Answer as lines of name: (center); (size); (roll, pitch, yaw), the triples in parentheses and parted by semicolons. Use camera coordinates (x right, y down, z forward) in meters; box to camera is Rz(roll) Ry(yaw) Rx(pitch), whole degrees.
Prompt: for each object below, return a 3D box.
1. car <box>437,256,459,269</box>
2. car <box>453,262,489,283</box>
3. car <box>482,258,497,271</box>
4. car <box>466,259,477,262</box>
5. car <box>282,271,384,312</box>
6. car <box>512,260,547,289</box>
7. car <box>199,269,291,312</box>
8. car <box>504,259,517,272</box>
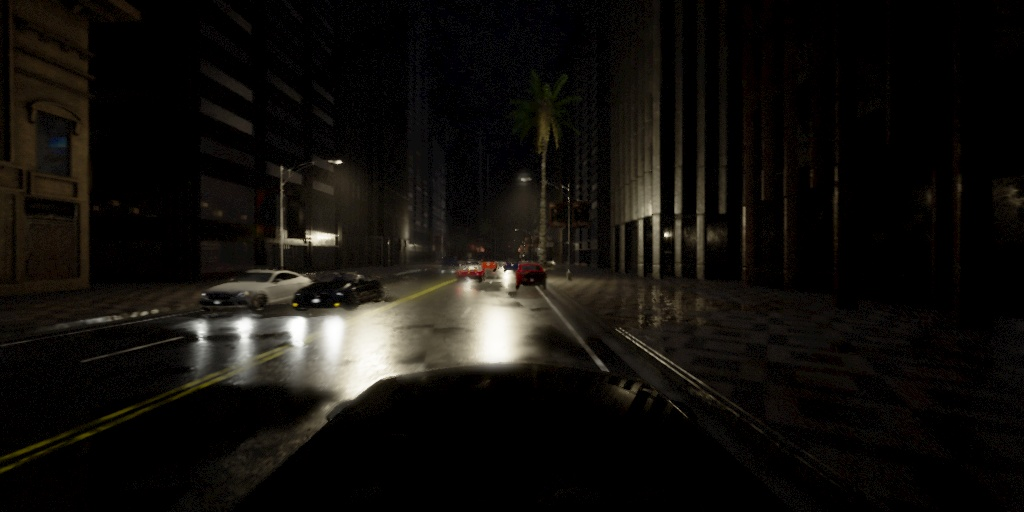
car: (-9.773, 0.999, 56.901); (2.150, 2.045, 5.566); (0, 0, 1)
car: (-3.140, 1.357, 28.256); (1.895, 1.301, 4.718); (0, 0, 0)
car: (-3.134, 1.128, 49.533); (2.097, 1.767, 4.553); (0, 0, 0)
car: (-6.526, 1.274, 56.937); (2.128, 1.511, 4.902); (0, 0, 1)
car: (-6.594, 1.315, 14.047); (1.994, 1.385, 4.181); (0, 0, 0)
car: (1.145, 1.231, 22.998); (1.882, 1.535, 5.008); (0, 0, 0)
car: (-9.844, 1.277, 14.291); (1.812, 1.442, 4.674); (0, 0, 0)
car: (0.048, 1.124, 45.957); (2.097, 1.767, 4.553); (0, 0, 1)
